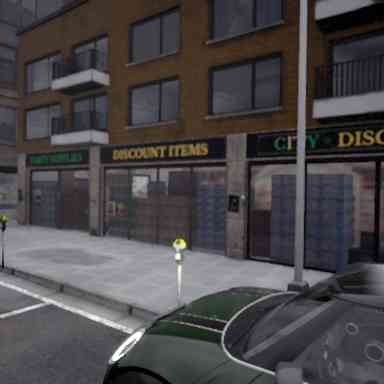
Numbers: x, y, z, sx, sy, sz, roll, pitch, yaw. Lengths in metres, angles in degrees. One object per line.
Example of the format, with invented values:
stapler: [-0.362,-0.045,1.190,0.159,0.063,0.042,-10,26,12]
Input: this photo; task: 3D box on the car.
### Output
car: [1.439,1.349,2.369,4.553,1.767,2.097,2,1,35]
